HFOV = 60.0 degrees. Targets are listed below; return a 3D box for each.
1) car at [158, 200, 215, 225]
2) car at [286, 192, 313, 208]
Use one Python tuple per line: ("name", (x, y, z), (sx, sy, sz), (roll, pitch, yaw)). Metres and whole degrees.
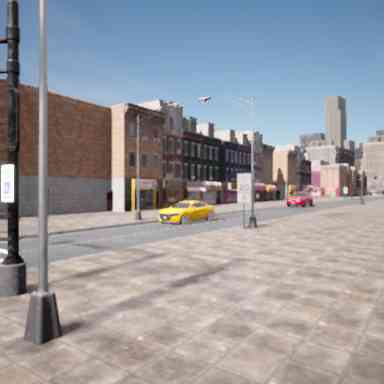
("car", (-0.297, 1.357, 23.330), (1.882, 1.535, 5.008), (0, 0, 35))
("car", (14.185, 0.995, 43.525), (2.150, 2.045, 5.566), (0, 0, 36))
